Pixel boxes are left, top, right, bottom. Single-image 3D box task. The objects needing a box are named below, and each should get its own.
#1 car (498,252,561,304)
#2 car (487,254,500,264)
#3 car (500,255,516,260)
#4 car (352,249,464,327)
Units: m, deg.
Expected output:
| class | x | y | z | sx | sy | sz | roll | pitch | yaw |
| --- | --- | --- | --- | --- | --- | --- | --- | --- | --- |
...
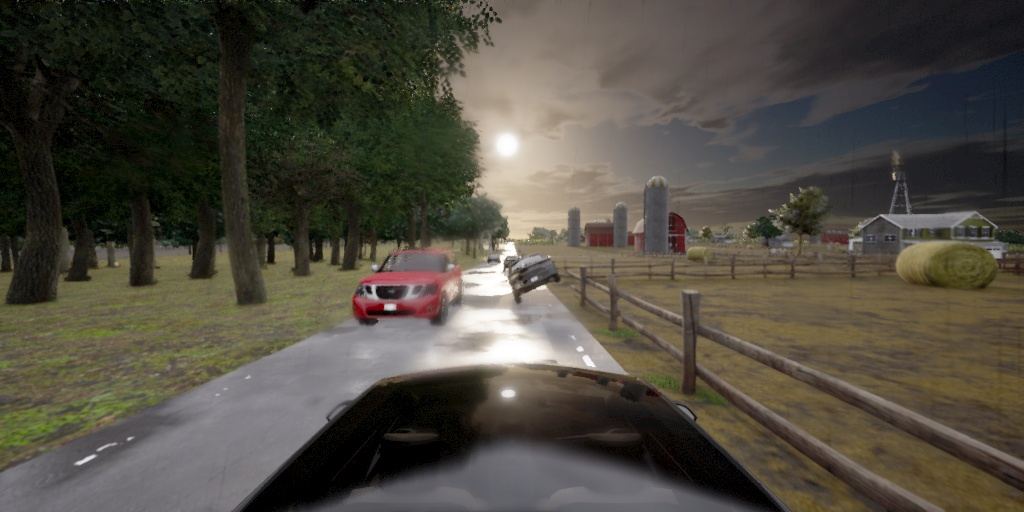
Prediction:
| class | x | y | z | sx | sy | sz | roll | pitch | yaw |
| --- | --- | --- | --- | --- | --- | --- | --- | --- | --- |
| car | 0.741 | 0.723 | 14.966 | 1.882 | 1.535 | 5.008 | -24 | -1 | 0 |
| car | -2.782 | 0.426 | 55.130 | 1.882 | 1.535 | 5.008 | 0 | 0 | 0 |
| car | 0.054 | 0.699 | 36.534 | 1.837 | 1.490 | 4.892 | 0 | 1 | 1 |
| car | -2.846 | 0.790 | 11.140 | 2.150 | 2.045 | 5.566 | 0 | 1 | 0 |
